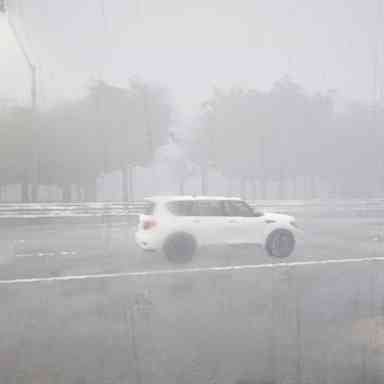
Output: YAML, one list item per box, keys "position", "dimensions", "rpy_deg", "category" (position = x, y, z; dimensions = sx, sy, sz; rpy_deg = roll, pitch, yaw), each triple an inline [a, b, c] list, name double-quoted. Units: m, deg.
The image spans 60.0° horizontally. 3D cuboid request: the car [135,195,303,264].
- position: [0.905, 1.127, 11.263]
  dimensions: [5.566, 2.045, 2.150]
  rpy_deg: [0, 0, -13]
  category: "car"
